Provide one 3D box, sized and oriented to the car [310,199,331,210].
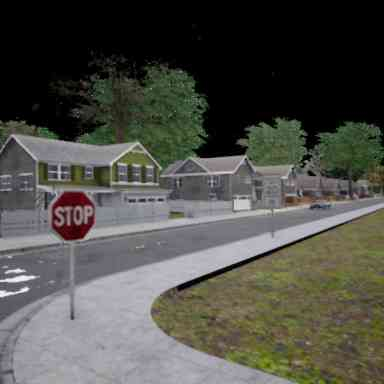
[{"bbox_3d":[17.231,1.679,44.552,1.994,1.385,4.181,-1,-1,35],"label":"car"}]
